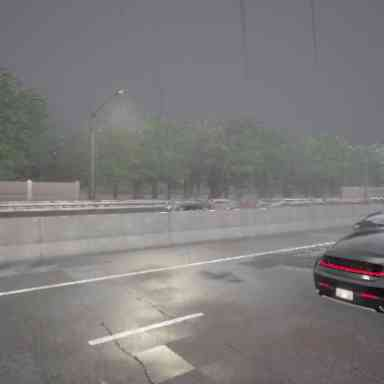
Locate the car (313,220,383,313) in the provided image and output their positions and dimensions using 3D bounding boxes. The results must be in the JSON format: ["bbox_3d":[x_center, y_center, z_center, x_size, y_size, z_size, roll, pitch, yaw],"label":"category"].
[{"bbox_3d":[4.604,1.513,7.152,4.892,1.490,1.837,0,0,-35],"label":"car"}]

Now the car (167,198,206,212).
[{"bbox_3d":[-0.227,1.350,33.798,4.902,1.511,2.128,0,0,-35],"label":"car"}]

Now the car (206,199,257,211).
[{"bbox_3d":[3.860,1.436,28.115,4.553,1.767,2.097,0,0,-35],"label":"car"}]

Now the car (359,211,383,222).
[{"bbox_3d":[8.809,1.540,14.451,4.674,1.442,1.812,0,0,-35],"label":"car"}]

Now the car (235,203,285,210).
[{"bbox_3d":[5.842,1.686,25.231,4.718,1.301,1.895,0,0,-35],"label":"car"}]
